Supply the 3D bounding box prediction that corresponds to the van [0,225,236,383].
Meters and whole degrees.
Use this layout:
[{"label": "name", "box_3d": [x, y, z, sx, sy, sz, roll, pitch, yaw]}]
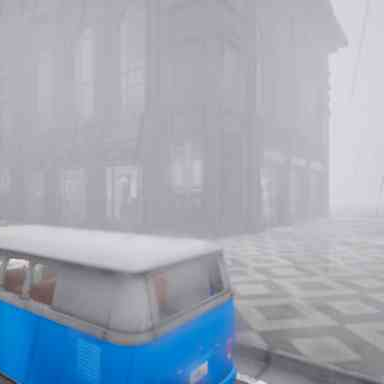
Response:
[{"label": "van", "box_3d": [-1.448, 1.360, 3.997, 3.998, 1.788, 1.690, 0, 0, 35]}]
